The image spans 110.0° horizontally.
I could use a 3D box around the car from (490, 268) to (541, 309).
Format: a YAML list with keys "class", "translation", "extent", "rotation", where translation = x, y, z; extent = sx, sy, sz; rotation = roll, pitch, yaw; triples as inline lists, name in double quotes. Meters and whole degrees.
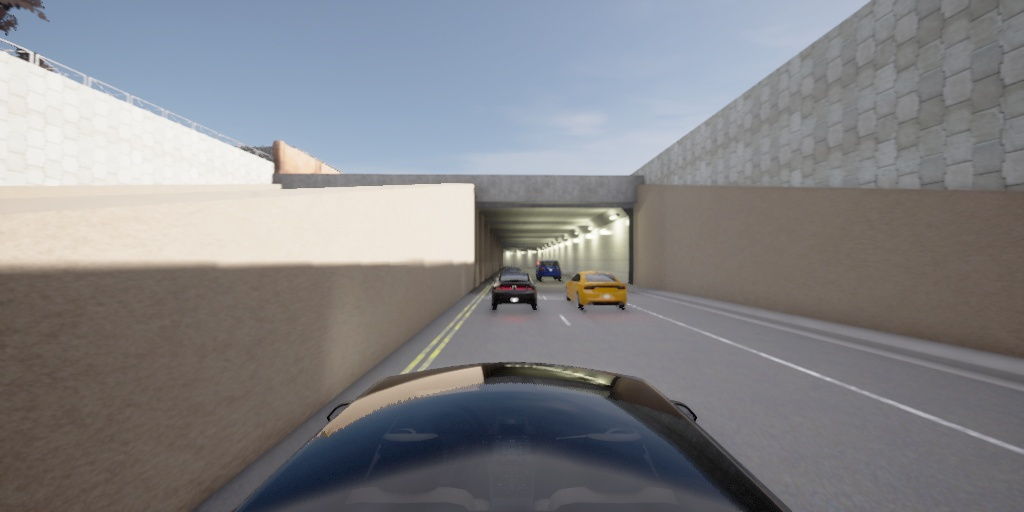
- class: "car"
  translation: [0.100, 1.449, 15.985]
  extent: [1.837, 1.490, 4.892]
  rotation: [0, -1, 0]

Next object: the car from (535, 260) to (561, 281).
- class: "car"
  translation: [3.610, 1.439, 35.927]
  extent: [2.150, 2.045, 5.566]
  rotation: [0, -1, 0]

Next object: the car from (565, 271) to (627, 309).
- class: "car"
  translation: [3.600, 1.424, 16.070]
  extent: [1.882, 1.535, 5.008]
  rotation: [0, -1, 0]
